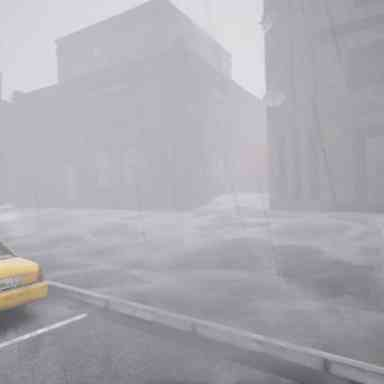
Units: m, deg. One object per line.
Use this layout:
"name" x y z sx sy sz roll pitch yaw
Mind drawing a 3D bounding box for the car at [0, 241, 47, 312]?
"car" -5.181 1.494 6.877 5.366 1.575 1.946 0 0 34
